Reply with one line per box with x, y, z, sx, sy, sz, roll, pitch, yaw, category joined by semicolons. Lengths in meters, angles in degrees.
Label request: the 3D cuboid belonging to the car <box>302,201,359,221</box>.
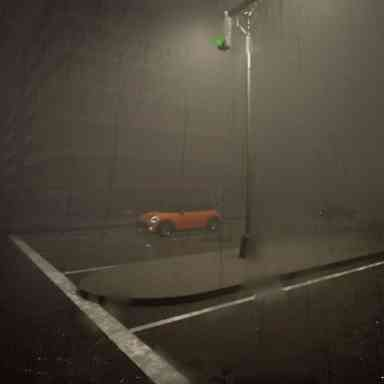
10.876;1.381;25.868;5.357;1.411;2.033;0;0;-35;car

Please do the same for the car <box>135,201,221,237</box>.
-0.704;1.285;17.616;4.553;1.767;2.097;0;0;-35;car
